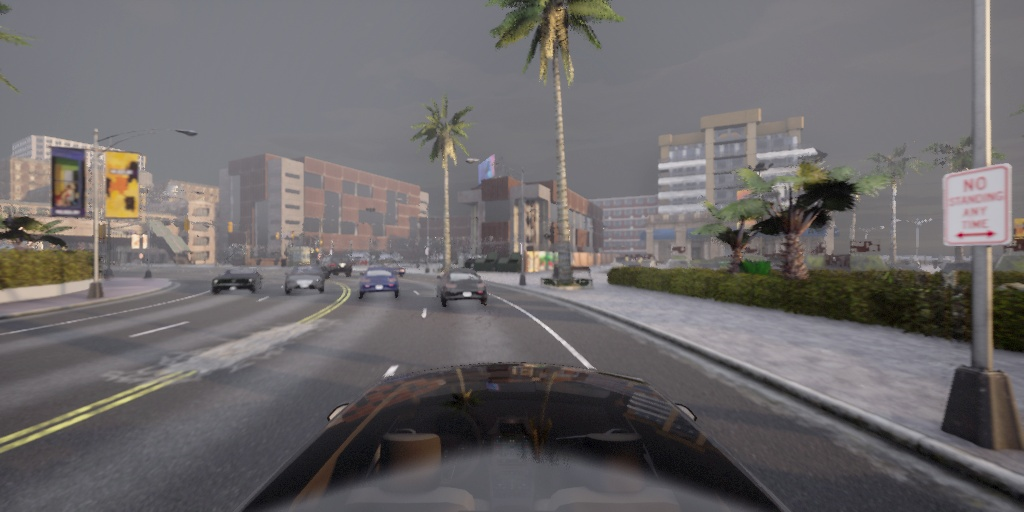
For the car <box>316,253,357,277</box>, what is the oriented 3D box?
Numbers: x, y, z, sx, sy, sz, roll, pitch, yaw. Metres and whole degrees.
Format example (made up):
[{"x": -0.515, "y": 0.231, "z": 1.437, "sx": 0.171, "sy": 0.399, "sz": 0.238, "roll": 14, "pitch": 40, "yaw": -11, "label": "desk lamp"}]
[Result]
[{"x": -17.256, "y": 0.992, "z": 34.338, "sx": 5.566, "sy": 2.045, "sz": 2.150, "roll": 0, "pitch": 0, "yaw": 45, "label": "car"}]

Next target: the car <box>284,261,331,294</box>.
[{"x": -11.697, "y": 1.255, "z": 20.483, "sx": 2.128, "sy": 1.511, "sz": 4.902, "roll": 0, "pitch": 0, "yaw": -27, "label": "car"}]

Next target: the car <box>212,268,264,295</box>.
[{"x": -15.502, "y": 1.368, "z": 20.465, "sx": 1.895, "sy": 1.301, "sz": 4.718, "roll": 0, "pitch": 0, "yaw": -30, "label": "car"}]

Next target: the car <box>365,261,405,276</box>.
[{"x": -11.834, "y": 1.363, "z": 33.675, "sx": 1.895, "sy": 1.301, "sz": 4.718, "roll": 0, "pitch": 0, "yaw": -40, "label": "car"}]

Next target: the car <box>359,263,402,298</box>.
[{"x": -6.954, "y": 1.284, "z": 18.783, "sx": 1.812, "sy": 1.442, "sz": 4.674, "roll": 0, "pitch": 0, "yaw": -20, "label": "car"}]

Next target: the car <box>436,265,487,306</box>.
[{"x": -2.284, "y": 1.280, "z": 15.756, "sx": 1.812, "sy": 1.442, "sz": 4.674, "roll": 0, "pitch": 0, "yaw": -15, "label": "car"}]
